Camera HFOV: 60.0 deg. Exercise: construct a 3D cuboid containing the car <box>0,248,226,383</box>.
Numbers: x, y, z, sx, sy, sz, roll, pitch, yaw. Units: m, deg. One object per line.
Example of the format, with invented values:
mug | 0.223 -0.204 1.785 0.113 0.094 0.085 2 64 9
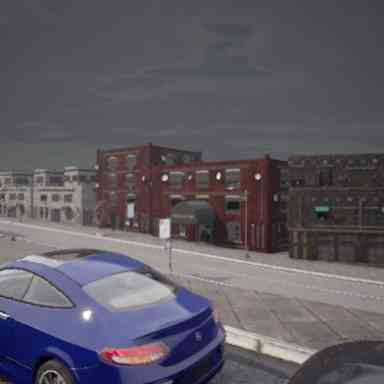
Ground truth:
car | -1.786 1.513 4.510 4.674 1.452 2.002 0 0 35
